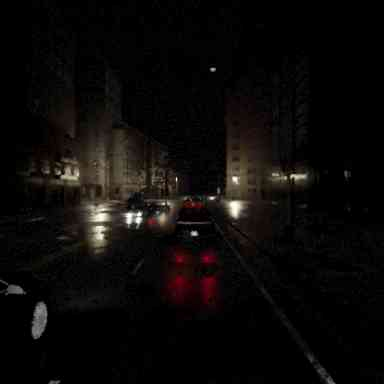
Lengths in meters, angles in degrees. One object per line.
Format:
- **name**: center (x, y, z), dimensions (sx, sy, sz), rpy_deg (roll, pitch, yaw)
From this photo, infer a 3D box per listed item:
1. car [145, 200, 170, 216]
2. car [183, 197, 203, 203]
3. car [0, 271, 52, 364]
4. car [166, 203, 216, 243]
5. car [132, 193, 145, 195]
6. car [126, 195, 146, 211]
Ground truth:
- **car**: center (-3.133, 1.594, 32.829), dimensions (1.895, 1.301, 4.718), rpy_deg (0, 0, 0)
- **car**: center (0.119, 1.341, 36.352), dimensions (2.097, 1.767, 4.553), rpy_deg (0, 0, 0)
- **car**: center (-3.153, 1.510, 3.423), dimensions (1.837, 1.490, 4.892), rpy_deg (0, 1, 0)
- **car**: center (0.103, 1.492, 16.041), dimensions (2.128, 1.511, 4.902), rpy_deg (0, 0, 0)
- **car**: center (-9.381, 1.137, 57.836), dimensions (2.150, 2.045, 5.566), rpy_deg (0, 0, 2)
- **car**: center (-6.547, 1.477, 39.467), dimensions (2.128, 1.511, 4.902), rpy_deg (0, 0, 0)
